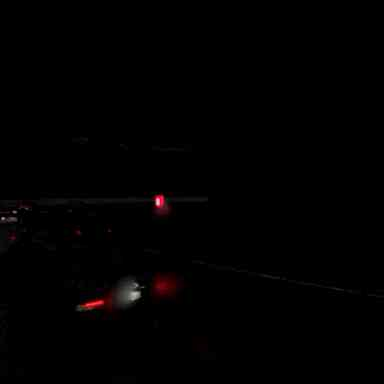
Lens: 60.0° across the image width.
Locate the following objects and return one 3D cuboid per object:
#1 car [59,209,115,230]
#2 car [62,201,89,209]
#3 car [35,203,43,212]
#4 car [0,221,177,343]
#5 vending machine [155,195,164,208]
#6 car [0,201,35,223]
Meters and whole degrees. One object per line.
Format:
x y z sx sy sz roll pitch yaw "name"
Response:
-5.241 1.675 15.376 1.895 1.301 4.718 0 0 -34 "car"
-11.805 1.638 33.878 1.882 1.535 5.008 0 0 -7 "car"
-18.899 1.727 38.370 1.994 1.385 4.181 0 0 -1 "car"
-2.633 1.580 6.655 2.033 1.411 5.357 0 0 -45 "car"
-5.167 1.488 52.837 1.100 2.100 0.880 0 0 23 "vending machine"
-13.387 1.593 24.677 2.128 1.511 4.902 0 0 -18 "car"
